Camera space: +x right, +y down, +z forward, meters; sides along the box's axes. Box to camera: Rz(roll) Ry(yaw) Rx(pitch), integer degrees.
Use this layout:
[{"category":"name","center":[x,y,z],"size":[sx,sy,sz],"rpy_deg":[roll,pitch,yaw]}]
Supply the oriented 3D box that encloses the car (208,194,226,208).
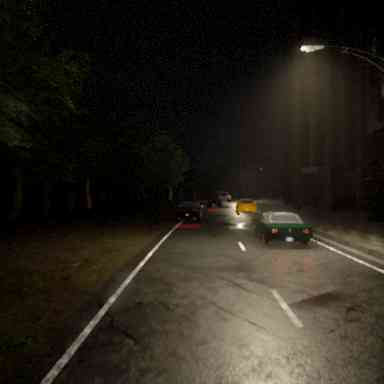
[{"category":"car","center":[3.303,1.430,46.750],"size":[1.837,1.490,4.892],"rpy_deg":[0,0,9]}]

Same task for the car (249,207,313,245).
[{"category":"car","center":[4.035,1.603,15.590],"size":[1.895,1.301,4.718],"rpy_deg":[0,0,3]}]

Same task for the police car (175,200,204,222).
[{"category":"police car","center":[-0.142,1.416,26.347],"size":[1.930,1.638,5.238],"rpy_deg":[0,0,5]}]

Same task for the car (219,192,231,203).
[{"category":"car","center":[6.486,1.070,65.918],"size":[2.150,2.045,5.566],"rpy_deg":[0,0,12]}]

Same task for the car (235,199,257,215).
[{"category":"car","center":[5.399,1.449,33.425],"size":[1.882,1.535,5.008],"rpy_deg":[0,0,6]}]
